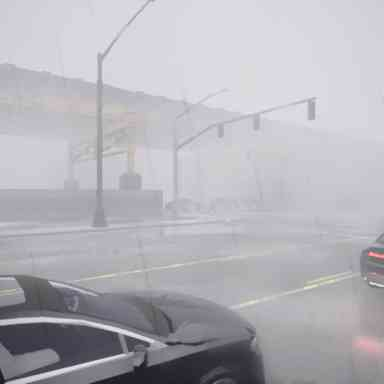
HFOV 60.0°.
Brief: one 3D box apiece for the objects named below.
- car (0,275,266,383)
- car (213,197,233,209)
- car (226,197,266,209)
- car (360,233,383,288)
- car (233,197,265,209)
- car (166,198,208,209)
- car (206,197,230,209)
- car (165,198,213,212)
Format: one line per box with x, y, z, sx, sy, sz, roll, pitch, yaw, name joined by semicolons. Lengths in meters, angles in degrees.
-1.495;1.491;2.688;4.902;1.511;2.128;0;0;-35;car
3.263;1.451;40.715;2.038;1.542;4.974;0;0;18;car
7.185;1.450;44.463;4.974;1.542;2.038;0;0;-7;car
5.937;1.504;7.970;4.892;1.490;1.837;0;0;-35;car
7.133;1.293;44.457;4.536;1.218;1.853;0;0;-7;car
-0.542;1.294;38.049;4.536;1.218;1.853;0;0;8;car
3.279;1.293;40.765;1.853;1.218;4.536;0;0;18;car
-0.490;1.451;38.042;4.974;1.542;2.038;0;0;8;car
